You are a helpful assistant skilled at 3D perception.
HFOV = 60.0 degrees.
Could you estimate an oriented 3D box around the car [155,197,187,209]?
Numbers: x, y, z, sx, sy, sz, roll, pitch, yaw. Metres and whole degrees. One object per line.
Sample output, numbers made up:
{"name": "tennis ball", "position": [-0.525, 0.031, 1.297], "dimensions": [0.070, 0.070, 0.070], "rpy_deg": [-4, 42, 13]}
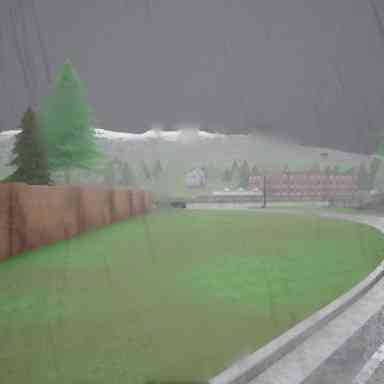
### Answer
{"name": "car", "position": [-3.091, 1.576, 48.469], "dimensions": [4.553, 1.767, 2.097], "rpy_deg": [0, 0, 11]}
